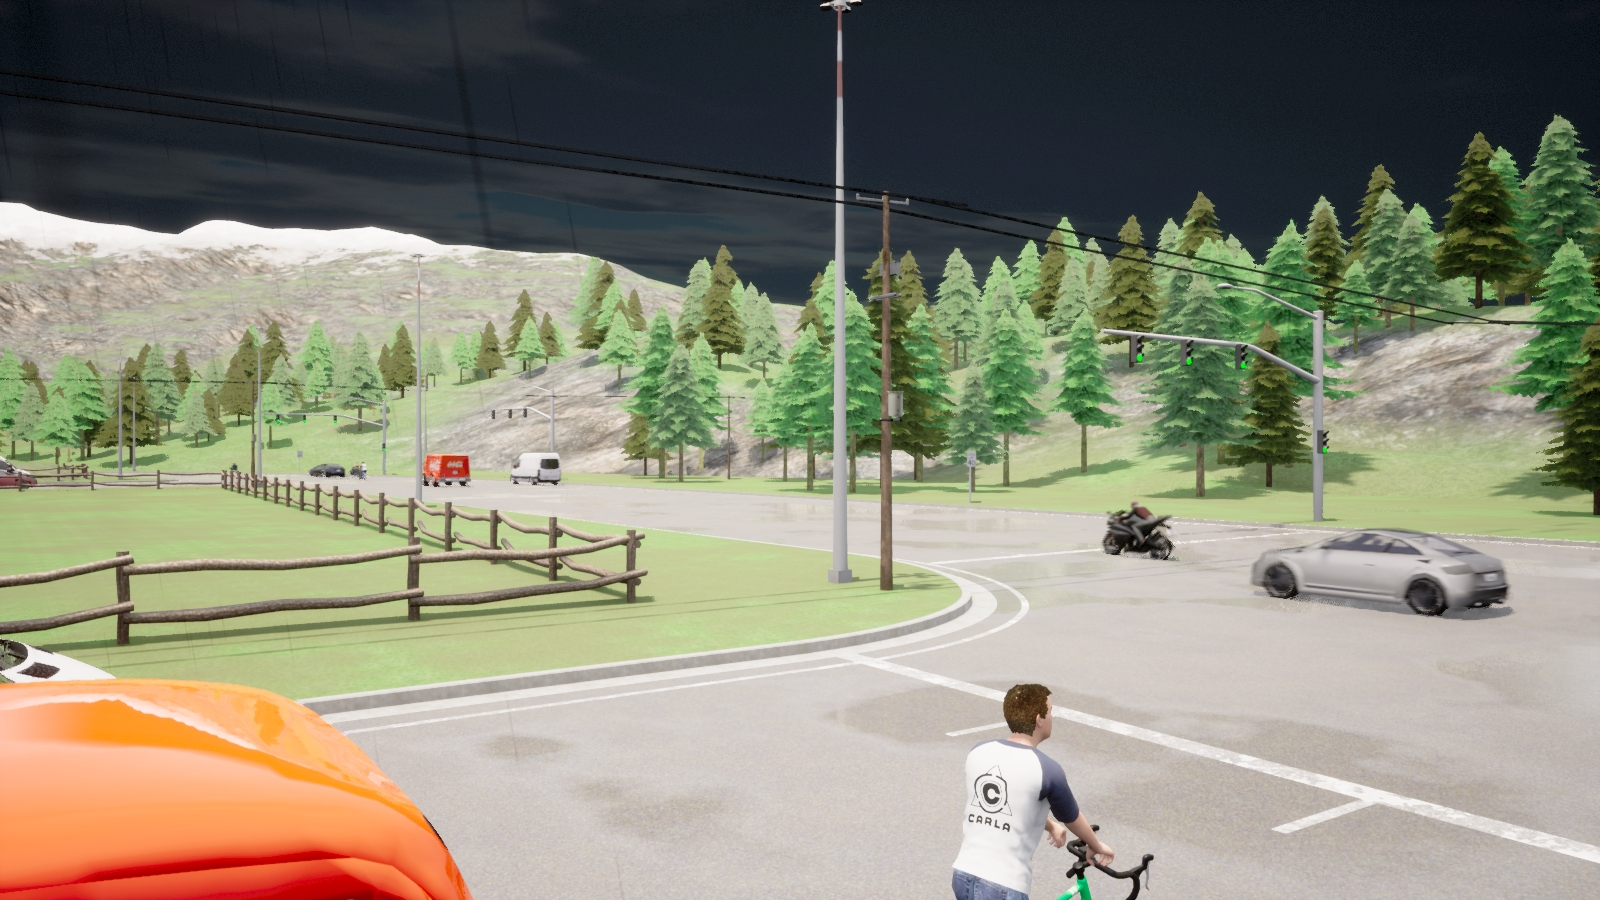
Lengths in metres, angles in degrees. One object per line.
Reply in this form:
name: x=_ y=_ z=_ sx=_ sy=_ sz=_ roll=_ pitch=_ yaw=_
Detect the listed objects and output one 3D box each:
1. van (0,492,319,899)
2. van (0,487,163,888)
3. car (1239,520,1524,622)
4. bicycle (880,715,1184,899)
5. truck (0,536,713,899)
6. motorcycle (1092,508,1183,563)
van: x=-5.215 y=1.535 z=4.399 sx=5.915 sy=2.561 sz=1.988 roll=0 pitch=0 yaw=-35
van: x=-7.472 y=1.528 z=7.092 sx=5.915 sy=2.561 sz=1.988 roll=2 pitch=-1 yaw=-35
car: x=10.453 y=2.105 z=20.824 sx=1.994 sy=1.385 sz=4.181 roll=0 pitch=0 yaw=-35
bicycle: x=1.060 y=2.053 z=4.957 sx=1.643 sy=1.496 sz=0.373 roll=0 pitch=0 yaw=-41
truck: x=-3.047 y=1.573 z=1.732 sx=5.204 sy=2.467 sz=2.627 roll=0 pitch=0 yaw=-34
motorcycle: x=8.697 y=2.189 z=29.521 sx=0.867 sy=1.251 sz=2.209 roll=0 pitch=0 yaw=-35
